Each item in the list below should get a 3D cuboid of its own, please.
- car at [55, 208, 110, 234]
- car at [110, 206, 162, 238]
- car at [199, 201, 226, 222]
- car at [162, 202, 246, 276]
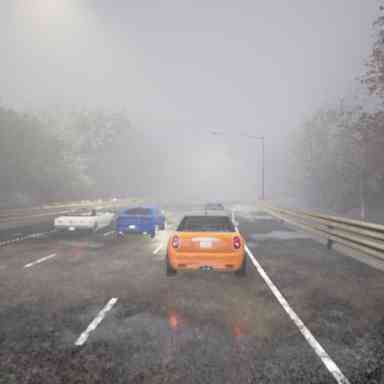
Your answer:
[{"bbox_3d":[-6.022,1.597,19.377,1.895,1.301,4.718,0,0,4],"label":"car"},{"bbox_3d":[-2.609,1.484,18.004,1.882,1.535,5.008,0,0,4],"label":"car"},{"bbox_3d":[1.843,1.572,28.221,2.033,1.411,5.357,0,0,6],"label":"car"},{"bbox_3d":[0.450,1.360,10.559,2.097,1.767,4.553,0,0,3],"label":"car"}]
